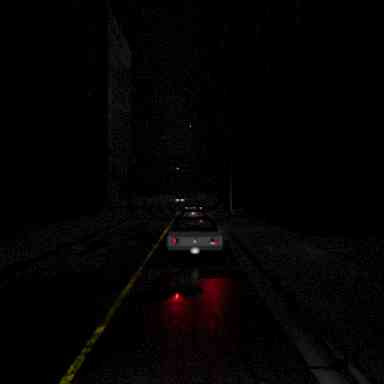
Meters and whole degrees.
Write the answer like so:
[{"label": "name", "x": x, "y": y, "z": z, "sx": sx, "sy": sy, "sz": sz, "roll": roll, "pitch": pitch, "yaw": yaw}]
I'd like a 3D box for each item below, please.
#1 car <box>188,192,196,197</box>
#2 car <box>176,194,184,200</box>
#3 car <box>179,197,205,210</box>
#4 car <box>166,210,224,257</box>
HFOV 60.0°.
[{"label": "car", "x": -0.009, "y": 0.923, "z": 84.981, "sx": 2.097, "sy": 1.767, "sz": 4.553, "roll": 0, "pitch": 1, "yaw": 0}, {"label": "car", "x": -3.009, "y": 1.147, "z": 83.988, "sx": 2.033, "sy": 1.411, "sz": 5.357, "roll": 0, "pitch": 1, "yaw": 0}, {"label": "car", "x": 0.096, "y": 1.479, "z": 28.715, "sx": 2.128, "sy": 1.511, "sz": 4.902, "roll": 0, "pitch": 0, "yaw": 0}, {"label": "car", "x": 0.098, "y": 1.600, "z": 12.897, "sx": 1.895, "sy": 1.301, "sz": 4.718, "roll": 0, "pitch": 0, "yaw": 0}]
